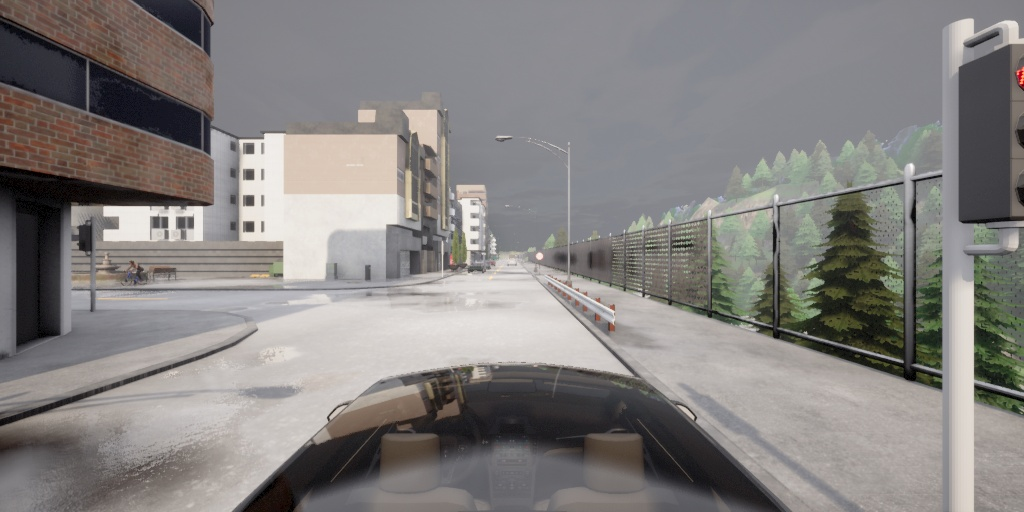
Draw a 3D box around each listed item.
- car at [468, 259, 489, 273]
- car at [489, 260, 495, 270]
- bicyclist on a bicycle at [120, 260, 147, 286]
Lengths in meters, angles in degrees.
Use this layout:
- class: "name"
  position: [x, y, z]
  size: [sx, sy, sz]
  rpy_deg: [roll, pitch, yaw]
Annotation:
- class: "car"
  position: [-4.101, 1.351, 42.408]
  size: [1.895, 1.301, 4.718]
  rpy_deg: [0, 0, 0]
- class: "car"
  position: [-4.096, 1.241, 52.586]
  size: [2.128, 1.511, 4.902]
  rpy_deg: [0, 0, 0]
- class: "bicyclist on a bicycle"
  position: [-24.285, 1.099, 23.055]
  size: [0.582, 1.620, 1.656]
  rpy_deg: [0, 0, 0]
